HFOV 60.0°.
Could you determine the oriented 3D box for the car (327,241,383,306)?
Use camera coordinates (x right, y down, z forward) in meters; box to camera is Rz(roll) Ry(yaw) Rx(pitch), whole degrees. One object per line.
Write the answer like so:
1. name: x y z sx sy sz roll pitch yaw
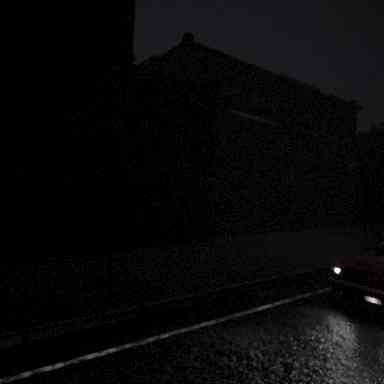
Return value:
1. car: 5.066 1.658 7.310 4.718 1.301 1.895 0 0 -36
